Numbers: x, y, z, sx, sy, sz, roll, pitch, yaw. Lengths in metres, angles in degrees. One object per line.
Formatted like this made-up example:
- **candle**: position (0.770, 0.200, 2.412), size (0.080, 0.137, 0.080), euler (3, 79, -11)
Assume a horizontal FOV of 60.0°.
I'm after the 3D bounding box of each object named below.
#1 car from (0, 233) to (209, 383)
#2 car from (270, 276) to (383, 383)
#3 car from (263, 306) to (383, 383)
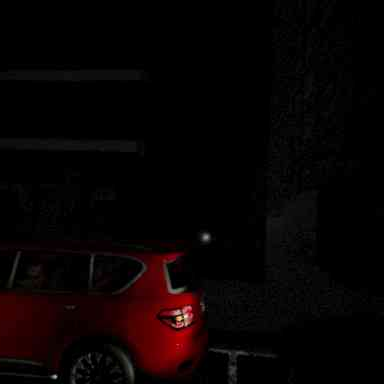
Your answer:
- **car**: position (-2.229, 1.521, 4.748), size (5.009, 1.841, 2.192), euler (2, -3, 7)
- **car**: position (3.210, 1.989, 4.018), size (4.206, 1.307, 1.802), euler (2, -3, 7)
- **car**: position (3.270, 1.518, 2.064), size (5.566, 2.045, 2.150), euler (2, -3, 7)
